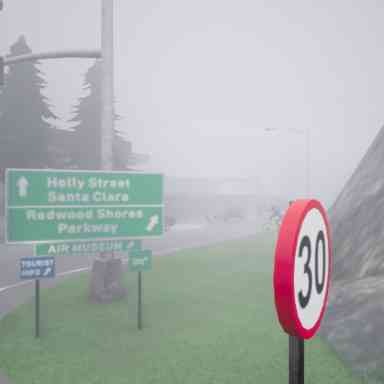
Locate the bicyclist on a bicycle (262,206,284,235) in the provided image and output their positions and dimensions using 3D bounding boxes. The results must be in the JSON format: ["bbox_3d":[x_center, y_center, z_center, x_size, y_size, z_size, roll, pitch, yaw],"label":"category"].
[{"bbox_3d":[4.712,1.643,18.678,1.656,1.620,0.582,0,0,36],"label":"bicyclist on a bicycle"}]

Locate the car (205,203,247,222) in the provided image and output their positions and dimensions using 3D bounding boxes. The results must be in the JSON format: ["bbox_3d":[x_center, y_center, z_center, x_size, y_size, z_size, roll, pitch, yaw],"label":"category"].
[{"bbox_3d":[2.943,1.683,28.271,2.128,1.511,4.902,0,0,36],"label":"car"}]

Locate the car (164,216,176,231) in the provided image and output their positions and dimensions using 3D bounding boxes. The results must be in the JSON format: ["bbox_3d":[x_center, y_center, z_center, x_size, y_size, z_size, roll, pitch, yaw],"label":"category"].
[{"bbox_3d":[-3.105,1.792,20.018,1.895,1.301,4.718,0,0,36],"label":"car"}]

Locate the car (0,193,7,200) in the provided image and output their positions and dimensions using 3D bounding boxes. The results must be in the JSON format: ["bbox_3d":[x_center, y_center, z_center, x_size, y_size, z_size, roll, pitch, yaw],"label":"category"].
[{"bbox_3d":[-38.267,1.488,70.099,4.514,1.523,2.007,0,0,35],"label":"car"}]

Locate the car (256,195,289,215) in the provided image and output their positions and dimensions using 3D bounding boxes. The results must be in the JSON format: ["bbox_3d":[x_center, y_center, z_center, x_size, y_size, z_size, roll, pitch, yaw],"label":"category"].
[{"bbox_3d":[9.069,1.413,36.611,2.150,2.045,5.566,0,0,36],"label":"car"}]

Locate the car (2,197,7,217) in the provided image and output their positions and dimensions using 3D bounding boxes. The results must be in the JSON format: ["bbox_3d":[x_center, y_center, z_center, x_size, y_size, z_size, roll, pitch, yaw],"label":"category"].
[{"bbox_3d":[-12.225,1.504,26.061,1.905,1.878,3.866,0,0,35],"label":"car"}]
